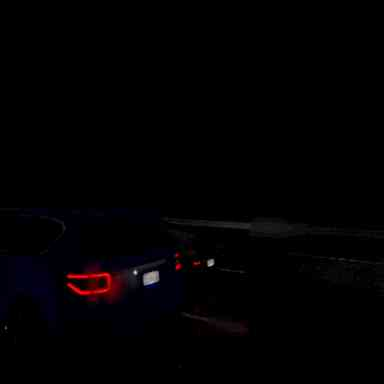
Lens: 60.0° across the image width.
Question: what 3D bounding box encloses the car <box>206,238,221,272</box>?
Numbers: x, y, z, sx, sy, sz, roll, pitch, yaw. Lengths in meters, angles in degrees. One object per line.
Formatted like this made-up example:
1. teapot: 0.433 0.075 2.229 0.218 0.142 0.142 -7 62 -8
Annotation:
1. car: -1.429 1.523 9.289 4.674 1.442 1.812 0 0 35

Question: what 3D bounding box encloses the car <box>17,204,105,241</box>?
1. car: -7.001 1.476 17.525 5.008 1.535 1.882 0 0 35

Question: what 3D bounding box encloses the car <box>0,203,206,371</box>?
1. car: -2.721 1.221 5.913 5.566 2.045 2.150 0 0 35
